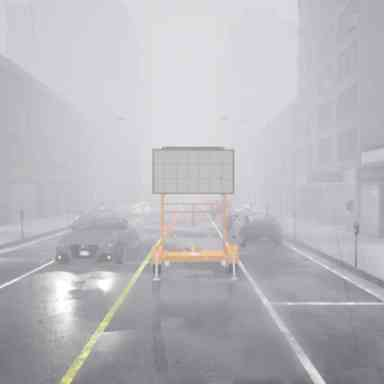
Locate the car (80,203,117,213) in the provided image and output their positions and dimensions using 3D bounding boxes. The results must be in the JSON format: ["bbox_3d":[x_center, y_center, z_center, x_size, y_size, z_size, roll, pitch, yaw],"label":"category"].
[{"bbox_3d":[-5.751,1.439,20.306,1.967,1.590,4.097,-1,0,0],"label":"car"}]

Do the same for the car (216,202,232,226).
[{"bbox_3d":[2.775,1.544,20.296,1.887,1.381,4.507,-1,0,0],"label":"car"}]

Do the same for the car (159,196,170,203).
[{"bbox_3d":[-5.691,1.573,69.853,1.887,1.381,4.507,-1,0,0],"label":"car"}]

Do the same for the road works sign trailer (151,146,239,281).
[{"bbox_3d":[0.035,0.462,9.897,2.380,3.560,2.880,0,0,-2],"label":"road works sign trailer"}]

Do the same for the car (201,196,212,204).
[{"bbox_3d":[2.828,1.569,64.337,1.887,1.381,4.507,-1,0,0],"label":"car"}]

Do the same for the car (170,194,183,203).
[{"bbox_3d":[-2.953,1.247,64.457,2.150,2.045,5.566,0,0,1],"label":"car"}]

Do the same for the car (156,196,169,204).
[{"bbox_3d":[-5.697,1.575,64.347,2.008,1.369,4.403,-1,0,0],"label":"car"}]

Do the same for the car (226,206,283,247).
[{"bbox_3d":[2.769,1.549,14.790,2.008,1.369,4.403,-1,0,0],"label":"car"}]

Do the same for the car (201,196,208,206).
[{"bbox_3d":[2.815,1.581,53.327,1.947,1.339,4.313,-1,0,0],"label":"car"}]

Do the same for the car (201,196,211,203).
[{"bbox_3d":[2.834,1.574,69.842,1.887,1.381,4.507,-1,0,0],"label":"car"}]

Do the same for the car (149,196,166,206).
[{"bbox_3d":[-5.712,1.455,53.337,1.967,1.590,4.097,-1,0,0],"label":"car"}]

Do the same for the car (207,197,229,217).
[{"bbox_3d":[2.787,1.443,31.306,1.967,1.590,4.097,-1,0,0],"label":"car"}]

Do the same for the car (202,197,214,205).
[{"bbox_3d":[2.821,1.564,58.831,1.887,1.381,4.507,-1,0,0],"label":"car"}]

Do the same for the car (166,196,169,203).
[{"bbox_3d":[-5.704,1.585,58.842,1.947,1.339,4.313,-1,0,0],"label":"car"}]

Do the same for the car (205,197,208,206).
[{"bbox_3d":[2.795,1.550,36.811,1.887,1.381,4.507,-1,0,0],"label":"car"}]

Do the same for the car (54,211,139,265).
[{"bbox_3d":[-3.088,1.562,11.522,1.994,1.385,4.181,0,0,0],"label":"car"}]
